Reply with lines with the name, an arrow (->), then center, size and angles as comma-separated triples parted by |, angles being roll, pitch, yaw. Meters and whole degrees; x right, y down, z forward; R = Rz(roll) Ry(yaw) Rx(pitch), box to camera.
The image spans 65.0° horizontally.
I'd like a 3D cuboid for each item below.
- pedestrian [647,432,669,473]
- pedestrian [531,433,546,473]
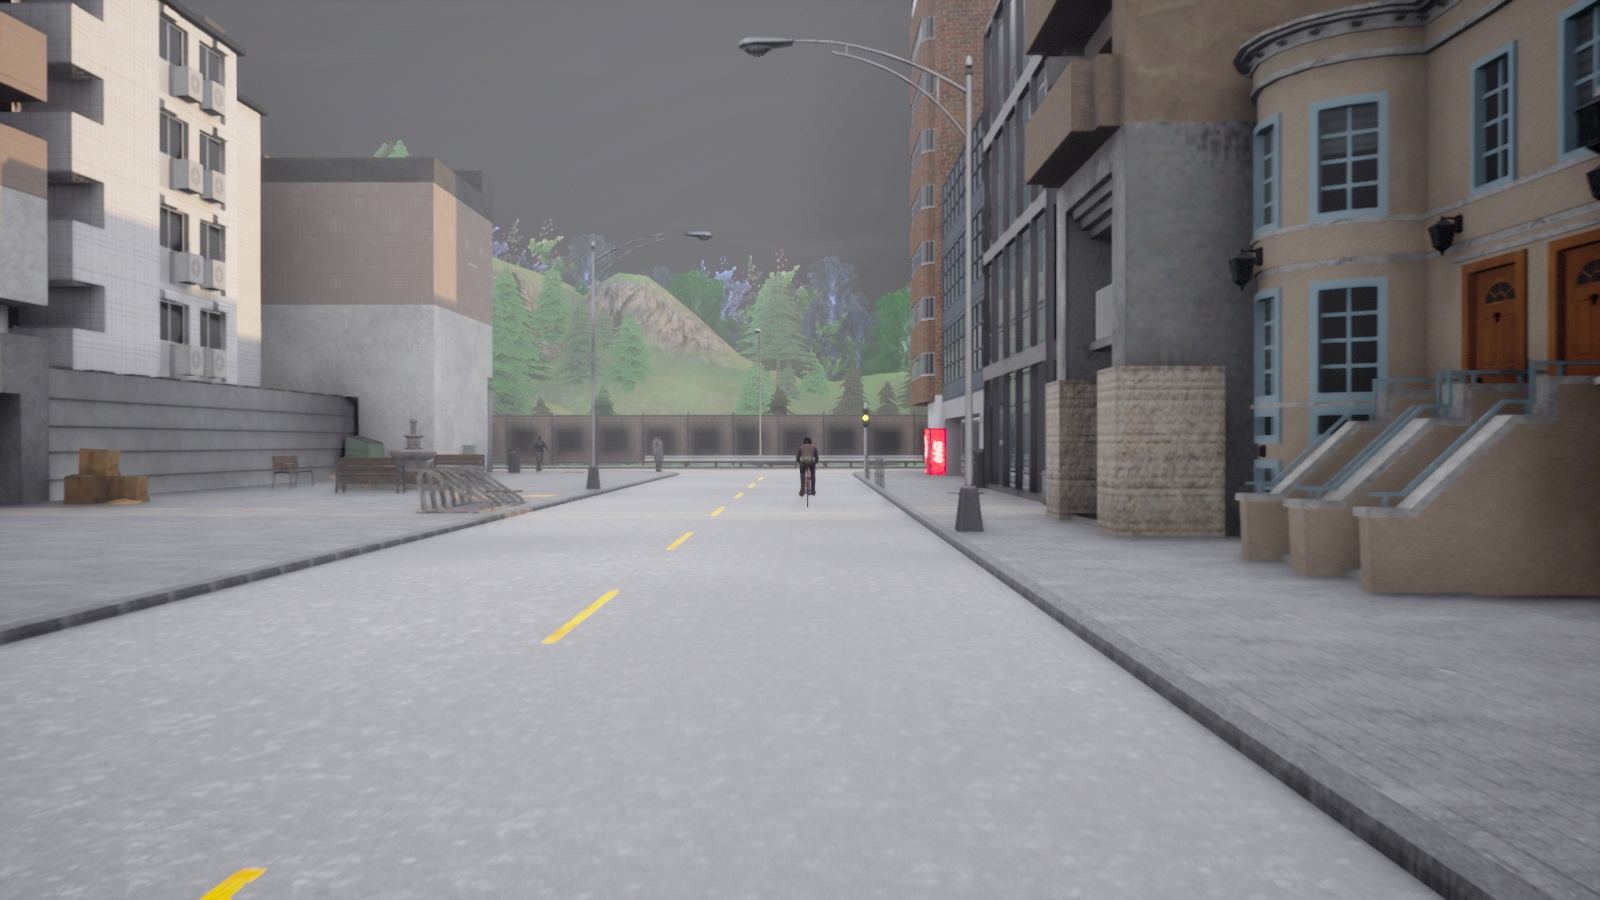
pedestrian -> -6.843, 0.107, 60.526 | 0.873, 1.952, 0.659 | 0, 0, 35
pedestrian -> -12.343, 0.122, 59.327 | 0.563, 1.883, 0.849 | 0, 0, -20
